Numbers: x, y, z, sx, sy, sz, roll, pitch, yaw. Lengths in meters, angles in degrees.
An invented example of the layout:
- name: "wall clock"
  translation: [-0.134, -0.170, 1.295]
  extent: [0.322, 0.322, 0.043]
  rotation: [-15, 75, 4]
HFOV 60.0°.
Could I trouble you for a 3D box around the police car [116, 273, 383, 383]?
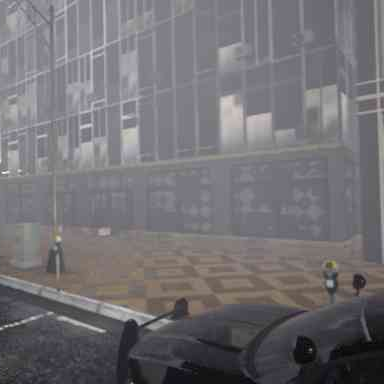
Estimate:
- name: "police car"
  translation: [1.585, 1.424, 2.289]
  extent: [5.238, 1.638, 1.930]
  rotation: [-1, 0, 36]
